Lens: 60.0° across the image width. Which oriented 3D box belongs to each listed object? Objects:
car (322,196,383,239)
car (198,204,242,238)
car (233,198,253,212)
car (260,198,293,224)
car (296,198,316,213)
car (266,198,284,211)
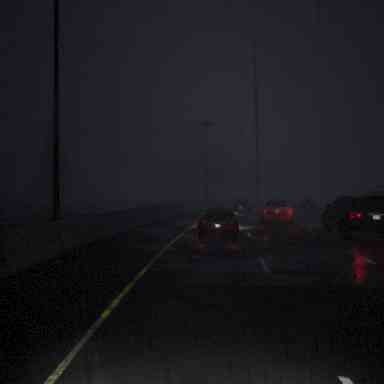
[{"bbox_3d":[8.424,1.208,17.206,2.150,2.045,5.566,0,0,8],"label":"car"},{"bbox_3d":[1.445,1.539,17.452,1.994,1.385,4.181,0,0,7],"label":"car"},{"bbox_3d":[5.979,1.454,38.825,1.837,1.490,4.892,0,0,16],"label":"car"},{"bbox_3d":[6.154,1.323,24.609,2.097,1.767,4.553,0,0,10],"label":"car"},{"bbox_3d":[12.874,1.440,37.462,1.882,1.535,5.008,0,0,17],"label":"car"},{"bbox_3d":[10.227,1.479,40.709,1.812,1.442,4.674,0,0,17],"label":"car"}]
